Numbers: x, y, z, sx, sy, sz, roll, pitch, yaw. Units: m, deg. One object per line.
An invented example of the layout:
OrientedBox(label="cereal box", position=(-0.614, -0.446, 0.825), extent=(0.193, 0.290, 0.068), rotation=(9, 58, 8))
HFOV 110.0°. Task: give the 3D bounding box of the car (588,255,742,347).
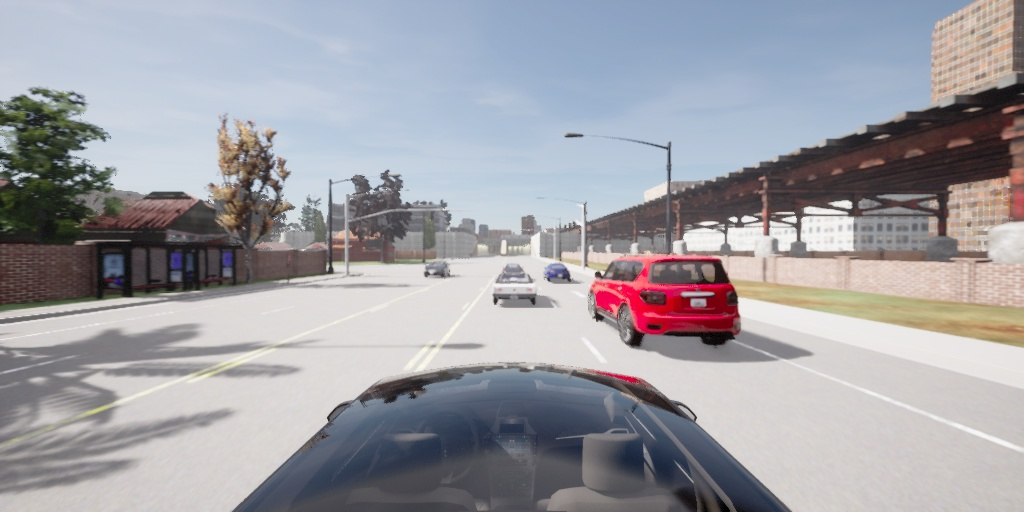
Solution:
OrientedBox(label="car", position=(3.597, 1.005, 9.598), extent=(2.150, 2.045, 5.566), rotation=(0, 0, 0))

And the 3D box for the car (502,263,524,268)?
OrientedBox(label="car", position=(0.091, 1.319, 30.693), extent=(1.994, 1.385, 4.181), rotation=(0, 0, 0))

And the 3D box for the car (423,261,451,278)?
OrientedBox(label="car", position=(-7.019, 1.230, 33.981), extent=(2.128, 1.511, 4.902), rotation=(0, 0, 0))

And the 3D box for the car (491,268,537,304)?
OrientedBox(label="car", position=(0.095, 1.396, 16.676), extent=(1.895, 1.301, 4.718), rotation=(0, 0, 0))

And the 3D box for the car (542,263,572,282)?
OrientedBox(label="car", position=(3.594, 1.291, 28.954), extent=(1.812, 1.442, 4.674), rotation=(0, 0, 0))
